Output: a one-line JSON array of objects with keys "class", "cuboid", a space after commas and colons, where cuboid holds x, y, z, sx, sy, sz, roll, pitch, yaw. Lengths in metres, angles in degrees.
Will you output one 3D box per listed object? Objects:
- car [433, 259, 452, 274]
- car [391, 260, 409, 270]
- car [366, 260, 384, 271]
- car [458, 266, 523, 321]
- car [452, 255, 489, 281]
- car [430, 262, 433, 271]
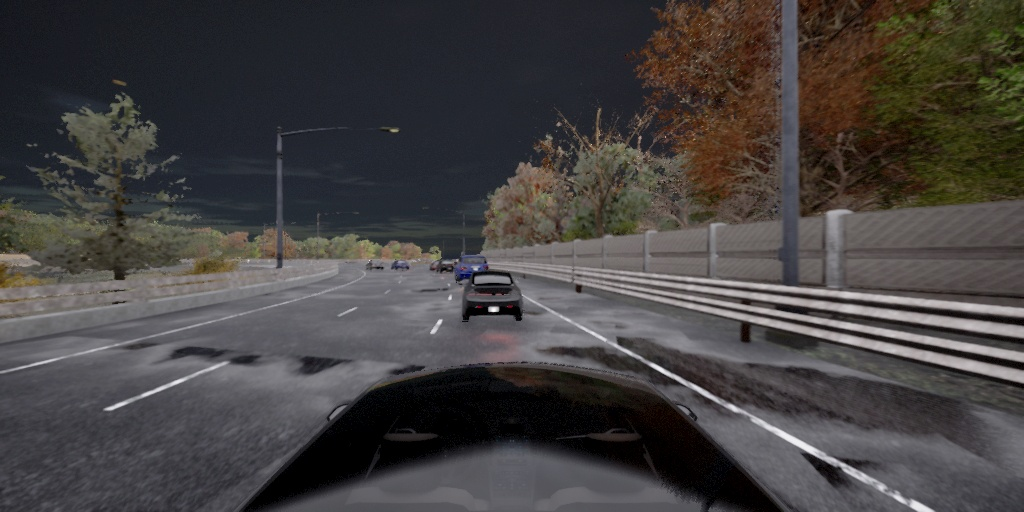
[{"class": "car", "cuboid": [-7.708, 1.227, 41.996, 1.882, 1.535, 5.008, 0, 0, -20]}, {"class": "car", "cuboid": [-16.302, 1.296, 52.371, 1.812, 1.442, 4.674, 0, 0, -30]}, {"class": "car", "cuboid": [-19.402, 1.328, 50.747, 2.033, 1.411, 5.357, 0, 0, -30]}, {"class": "car", "cuboid": [-0.760, 1.250, 12.482, 1.837, 1.490, 4.892, 0, 0, -6]}, {"class": "car", "cuboid": [-3.040, 0.965, 26.670, 2.150, 2.045, 5.566, 0, 0, -13]}, {"class": "car", "cuboid": [-9.927, 1.316, 48.388, 1.994, 1.385, 4.181, 0, 0, -18]}]
